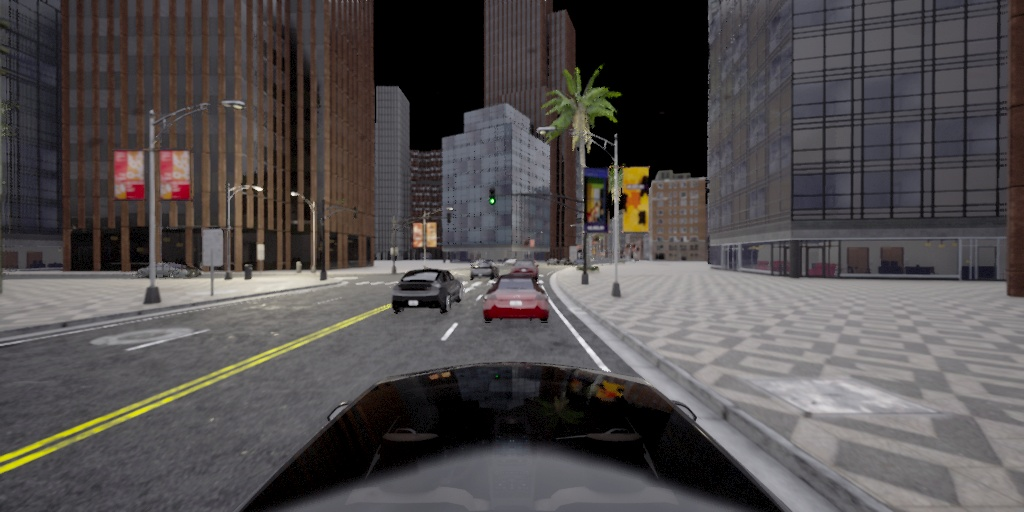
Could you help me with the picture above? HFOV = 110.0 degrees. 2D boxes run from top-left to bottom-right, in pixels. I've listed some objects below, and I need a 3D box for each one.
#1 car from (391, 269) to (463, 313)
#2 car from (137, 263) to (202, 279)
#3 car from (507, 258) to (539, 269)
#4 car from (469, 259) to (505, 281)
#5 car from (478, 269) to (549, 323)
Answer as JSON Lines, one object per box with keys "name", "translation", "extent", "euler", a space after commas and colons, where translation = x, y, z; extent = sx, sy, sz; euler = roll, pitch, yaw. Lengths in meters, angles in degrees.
{"name": "car", "translation": [-3.085, 1.230, 13.772], "extent": [1.837, 1.490, 4.892], "euler": [0, 0, 1]}
{"name": "car", "translation": [-29.076, 1.293, 30.497], "extent": [4.181, 1.385, 1.994], "euler": [0, 0, -1]}
{"name": "car", "translation": [1.073, 1.062, 28.396], "extent": [2.097, 1.767, 4.553], "euler": [0, 0, 5]}
{"name": "car", "translation": [-2.118, 1.202, 29.147], "extent": [2.128, 1.511, 4.902], "euler": [0, 0, 6]}
{"name": "car", "translation": [0.140, 1.292, 12.082], "extent": [1.994, 1.385, 4.181], "euler": [0, 0, 1]}
